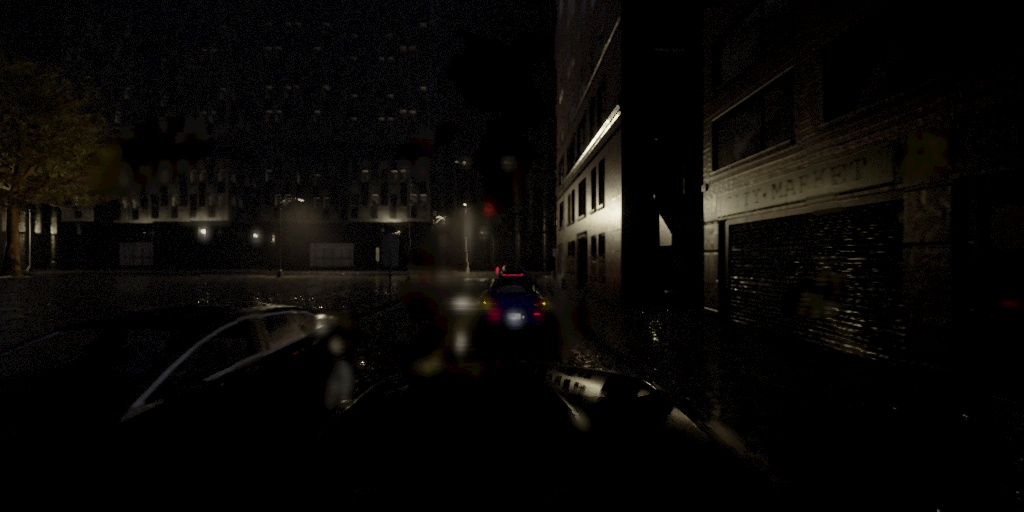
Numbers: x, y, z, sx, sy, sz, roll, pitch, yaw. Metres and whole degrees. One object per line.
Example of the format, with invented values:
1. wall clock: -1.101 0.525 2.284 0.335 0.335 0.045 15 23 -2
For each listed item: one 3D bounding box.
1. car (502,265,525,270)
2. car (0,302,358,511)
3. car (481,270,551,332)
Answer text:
1. car: 0.090 1.333 23.522 2.128 1.511 4.902 0 0 1
2. car: -3.100 1.247 3.168 2.128 1.511 4.902 0 0 0
3. car: 0.100 1.314 10.844 1.812 1.442 4.674 0 -1 0
